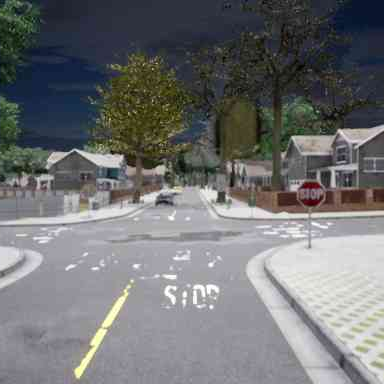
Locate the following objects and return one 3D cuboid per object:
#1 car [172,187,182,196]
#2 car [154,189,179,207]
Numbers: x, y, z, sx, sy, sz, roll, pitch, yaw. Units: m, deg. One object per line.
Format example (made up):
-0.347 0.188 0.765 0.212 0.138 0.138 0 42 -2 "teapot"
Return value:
-2.754 -0.066 58.894 1.882 1.535 5.008 0 2 0 "car"
-2.757 0.721 34.664 2.033 1.411 5.357 0 2 0 "car"
